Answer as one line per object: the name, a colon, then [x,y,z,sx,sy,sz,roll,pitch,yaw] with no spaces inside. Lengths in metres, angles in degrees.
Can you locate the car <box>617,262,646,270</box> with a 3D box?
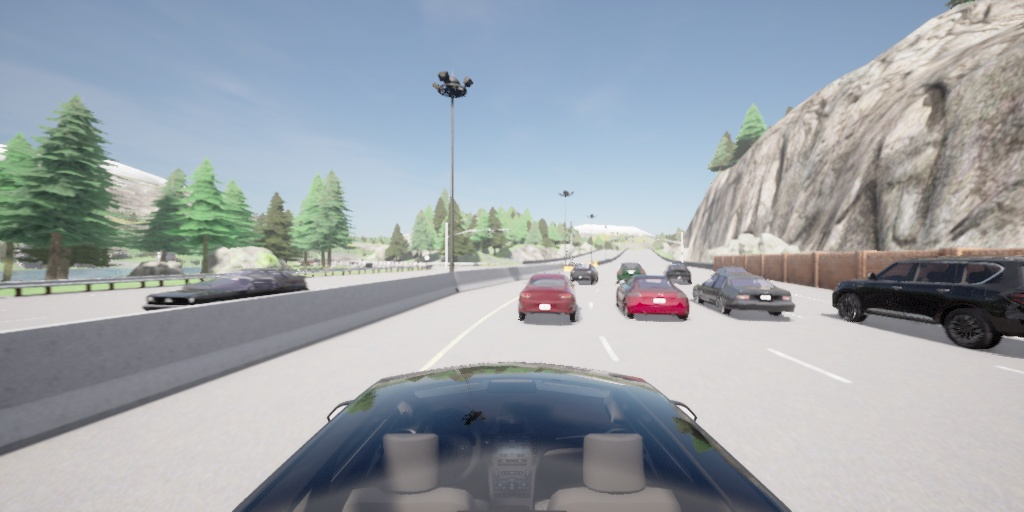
car: [9.332,1.247,28.126,2.097,1.767,4.553,0,0,18]

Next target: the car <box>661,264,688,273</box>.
car: [13.461,1.421,29.464,1.837,1.490,4.892,0,0,19]

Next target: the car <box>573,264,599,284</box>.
car: [5.776,1.372,28.547,2.128,1.511,4.902,0,0,18]

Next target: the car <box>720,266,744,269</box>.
car: [16.076,1.462,26.342,2.033,1.411,5.357,0,0,19]

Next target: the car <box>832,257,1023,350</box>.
car: [11.315,1.048,9.332,2.150,2.045,5.566,0,0,8]

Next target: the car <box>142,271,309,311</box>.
car: [-9.549,1.355,12.501,1.895,1.301,4.718,0,0,9]

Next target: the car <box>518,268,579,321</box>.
car: [1.337,1.325,12.660,1.812,1.442,4.674,0,0,10]

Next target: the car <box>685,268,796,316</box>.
car: [8.615,1.382,13.875,2.033,1.411,5.357,0,0,12]

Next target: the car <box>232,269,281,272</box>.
car: [-12.312,1.308,17.054,2.033,1.411,5.357,0,0,12]

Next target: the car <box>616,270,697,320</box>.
car: [4.993,1.380,13.188,1.994,1.385,4.181,0,0,11]
